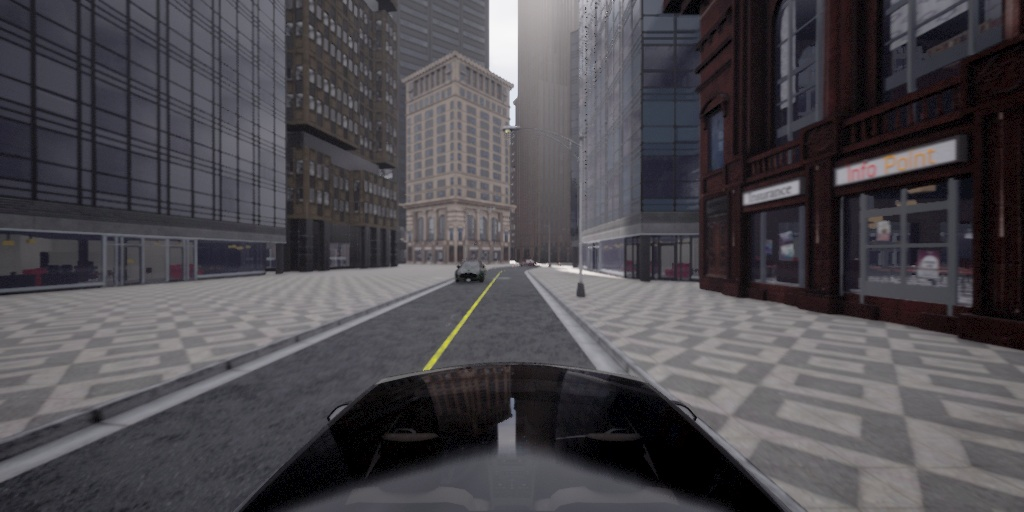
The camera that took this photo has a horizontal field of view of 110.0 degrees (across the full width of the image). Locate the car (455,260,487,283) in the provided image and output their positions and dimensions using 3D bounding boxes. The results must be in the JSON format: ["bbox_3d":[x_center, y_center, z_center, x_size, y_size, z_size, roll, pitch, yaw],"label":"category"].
[{"bbox_3d":[-3.088,1.112,27.650,2.097,1.767,4.553,0,0,0],"label":"car"}]
